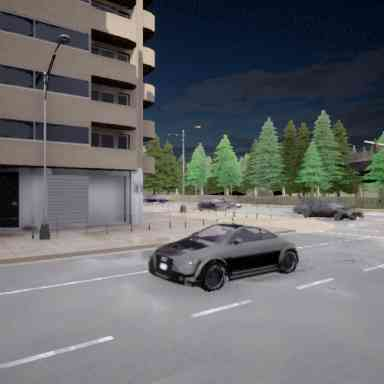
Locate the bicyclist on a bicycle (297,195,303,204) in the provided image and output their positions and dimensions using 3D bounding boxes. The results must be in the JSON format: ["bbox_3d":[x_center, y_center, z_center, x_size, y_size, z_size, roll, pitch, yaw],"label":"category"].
[{"bbox_3d":[15.139,1.245,46.444,1.656,1.620,0.582,0,0,-35],"label":"bicyclist on a bicycle"}]

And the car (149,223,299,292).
[{"bbox_3d":[0.957,1.564,8.965,4.181,1.385,1.994,0,0,-35],"label":"car"}]

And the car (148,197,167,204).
[{"bbox_3d":[-7.164,1.545,64.439,4.718,1.301,1.895,0,0,31],"label":"car"}]

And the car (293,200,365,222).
[{"bbox_3d":[10.824,1.492,26.490,2.033,1.411,5.357,0,0,-28],"label":"car"}]

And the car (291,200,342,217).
[{"bbox_3d":[11.818,1.509,31.892,1.994,1.385,4.181,0,0,-35],"label":"car"}]

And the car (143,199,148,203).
[{"bbox_3d":[-10.539,1.296,58.278,4.553,1.767,2.097,0,0,32],"label":"car"}]

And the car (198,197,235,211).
[{"bbox_3d":[2.500,1.470,39.150,1.812,1.442,4.674,0,0,-35],"label":"car"}]

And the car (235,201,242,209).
[{"bbox_3d":[4.325,1.436,42.604,2.128,1.511,4.902,0,0,-36],"label":"car"}]
